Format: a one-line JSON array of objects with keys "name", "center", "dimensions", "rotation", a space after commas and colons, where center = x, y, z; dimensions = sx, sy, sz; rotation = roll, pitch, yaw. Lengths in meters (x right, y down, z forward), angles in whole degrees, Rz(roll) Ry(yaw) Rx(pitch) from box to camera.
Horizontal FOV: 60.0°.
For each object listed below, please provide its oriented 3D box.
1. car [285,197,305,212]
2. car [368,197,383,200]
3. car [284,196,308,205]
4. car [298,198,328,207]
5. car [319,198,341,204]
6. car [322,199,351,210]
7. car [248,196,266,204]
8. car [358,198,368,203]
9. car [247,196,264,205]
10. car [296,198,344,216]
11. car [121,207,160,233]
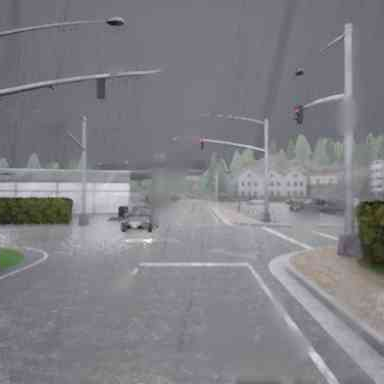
[{"name": "car", "center": [13.561, 1.715, 37.615], "dimensions": [5.027, 1.636, 2.152], "rotation": [0, -1, 1]}, {"name": "car", "center": [39.804, 1.852, 68.409], "dimensions": [5.027, 1.636, 2.152], "rotation": [0, -1, 1]}, {"name": "car", "center": [22.466, 1.830, 71.790], "dimensions": [4.605, 1.855, 1.932], "rotation": [0, -1, 1]}, {"name": "car", "center": [21.581, 1.904, 59.343], "dimensions": [4.514, 1.523, 2.007], "rotation": [0, -1, 1]}, {"name": "car", "center": [32.573, 2.100, 78.589], "dimensions": [4.514, 1.523, 2.007], "rotation": [0, -1, 1]}, {"name": "car", "center": [21.399, 1.824, 49.352], "dimensions": [3.633, 1.501, 1.845], "rotation": [0, -1, 1]}, {"name": "car", "center": [14.644, 1.844, 75.186], "dimensions": [3.866, 1.878, 1.905], "rotation": [0, -1, 1]}, {"name": "car", "center": [39.570, 1.996, 74.829], "dimensions": [3.806, 1.475, 1.970], "rotation": [0, -1, 1]}, {"name": "car", "center": [13.987, 2.094, 71.868], "dimensions": [3.806, 1.475, 1.970], "rotation": [0, -1, 1]}, {"name": "car", "center": [13.570, 1.692, 34.478], "dimensions": [4.514, 1.523, 2.007], "rotation": [0, -1, 1]}, {"name": "car", "center": [-3.206, 1.708, 21.268], "dimensions": [2.128, 1.511, 4.902], "rotation": [0, -1, 1]}]
